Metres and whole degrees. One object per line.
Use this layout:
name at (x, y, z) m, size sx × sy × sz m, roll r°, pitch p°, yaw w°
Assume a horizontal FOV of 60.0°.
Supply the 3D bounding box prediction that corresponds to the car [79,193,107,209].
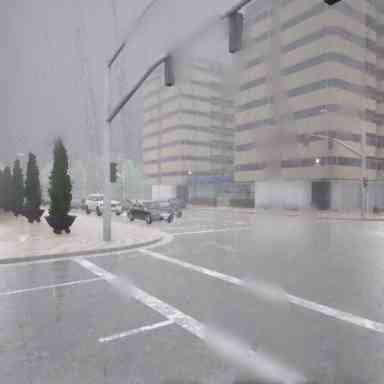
car at (-13.708, 1.221, 45.944) m, size 2.150 × 2.045 × 5.566 m, roll 0°, pitch 0°, yaw -34°

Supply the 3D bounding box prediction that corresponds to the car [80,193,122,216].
car at (-8.847, 1.222, 32.827) m, size 2.150 × 2.045 × 5.566 m, roll 0°, pitch 0°, yaw -35°

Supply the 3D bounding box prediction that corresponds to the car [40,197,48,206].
car at (-23.463, 1.485, 53.925) m, size 1.882 × 1.535 × 5.008 m, roll 0°, pitch 0°, yaw -35°

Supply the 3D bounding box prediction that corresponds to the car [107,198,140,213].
car at (-7.810, 1.505, 37.460) m, size 1.837 × 1.490 × 4.892 m, roll 0°, pitch 0°, yaw -35°

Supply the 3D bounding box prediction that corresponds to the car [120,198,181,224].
car at (-3.197, 1.491, 24.737) m, size 2.128 × 1.511 × 4.902 m, roll 0°, pitch 0°, yaw -35°

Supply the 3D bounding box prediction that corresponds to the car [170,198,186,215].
car at (-2.711, 1.526, 30.156) m, size 1.812 × 1.442 × 4.674 m, roll 0°, pitch 0°, yaw -35°

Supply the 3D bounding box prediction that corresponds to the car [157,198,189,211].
car at (-2.489, 1.525, 42.411) m, size 1.812 × 1.442 × 4.674 m, roll 0°, pitch 0°, yaw -35°

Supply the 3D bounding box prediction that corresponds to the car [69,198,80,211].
car at (-14.723, 1.526, 41.237) m, size 1.812 × 1.442 × 4.674 m, roll 0°, pitch 0°, yaw -35°
